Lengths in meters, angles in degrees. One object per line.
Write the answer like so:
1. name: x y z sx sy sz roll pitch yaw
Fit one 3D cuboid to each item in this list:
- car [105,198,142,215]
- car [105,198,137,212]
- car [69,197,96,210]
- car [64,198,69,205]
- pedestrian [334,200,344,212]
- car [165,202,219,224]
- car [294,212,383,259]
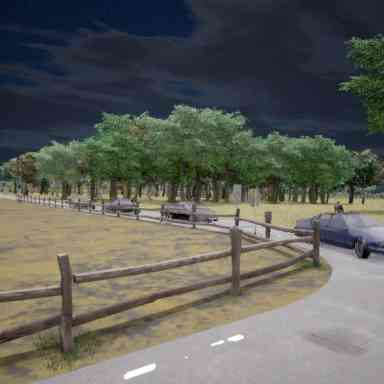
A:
1. car: -7.022 1.526 33.512 2.033 1.411 5.357 2 -1 -35
2. car: -8.830 1.540 41.148 2.128 1.511 4.902 2 -1 -35
3. car: -14.043 1.478 43.450 1.837 1.490 4.892 2 -1 -35
4. car: -20.704 1.567 57.842 2.033 1.411 5.357 2 -1 -35
5. pedestrian: 9.214 1.393 20.992 0.375 1.860 0.375 2 -1 -35
6. car: -0.077 1.477 23.747 2.128 1.511 4.902 2 -1 -35
7. car: 6.013 1.501 12.788 2.033 1.411 5.357 1 0 -14
